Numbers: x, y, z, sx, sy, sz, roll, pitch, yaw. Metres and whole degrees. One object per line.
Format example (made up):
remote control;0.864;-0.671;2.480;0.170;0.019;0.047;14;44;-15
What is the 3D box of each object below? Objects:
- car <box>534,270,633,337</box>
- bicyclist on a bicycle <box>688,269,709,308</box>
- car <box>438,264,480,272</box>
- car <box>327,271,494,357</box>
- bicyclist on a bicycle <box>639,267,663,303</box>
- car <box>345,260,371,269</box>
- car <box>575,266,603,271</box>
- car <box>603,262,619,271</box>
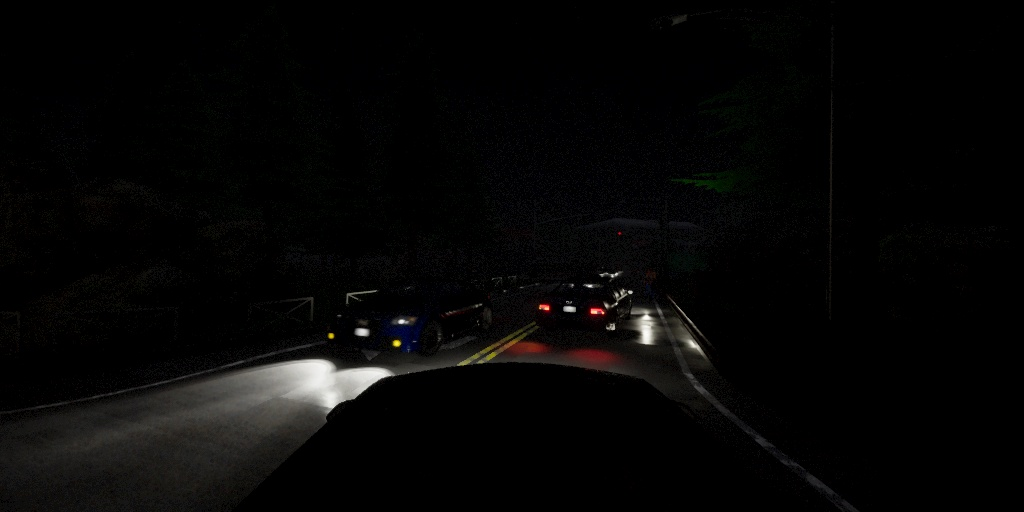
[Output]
car;2.296;1.283;10.277;2.033;1.411;5.357;1;-1;24
bicyclist on a bicycle;7.863;1.363;15.105;1.656;1.620;0.582;1;-1;-34
car;-6.681;1.749;45.175;5.357;1.411;2.033;1;-1;20
car;-1.970;1.189;8.174;1.994;1.385;4.181;1;-1;19
bicyclist on a bicycle;6.417;1.351;16.487;1.656;1.620;0.582;1;-1;-31
car;-22.317;1.335;51.042;4.553;1.767;2.097;1;-1;23
car;6.412;1.665;31.368;1.994;1.385;4.181;1;-1;21
car;15.578;1.989;57.917;2.097;1.767;4.553;1;-1;20
